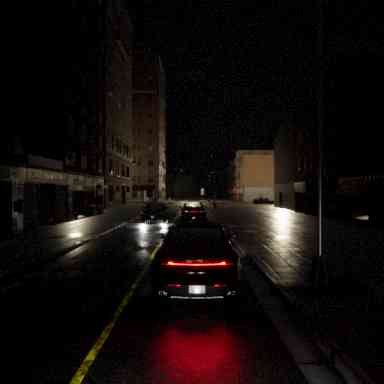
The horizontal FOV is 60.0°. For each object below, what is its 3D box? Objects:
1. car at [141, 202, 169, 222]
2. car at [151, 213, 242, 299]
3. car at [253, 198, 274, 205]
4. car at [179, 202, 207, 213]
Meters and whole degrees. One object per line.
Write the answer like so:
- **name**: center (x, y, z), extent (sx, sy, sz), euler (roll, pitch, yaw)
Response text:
- **car**: center (-2.840, 1.526, 26.156), extent (1.812, 1.442, 4.674), euler (0, 0, 0)
- **car**: center (0.102, 1.505, 8.404), extent (1.837, 1.490, 4.892), euler (0, 0, 0)
- **car**: center (13.224, 1.694, 60.627), extent (4.313, 1.339, 1.947), euler (0, -1, 0)
- **car**: center (0.101, 1.492, 24.184), extent (2.128, 1.511, 4.902), euler (0, 0, 0)
